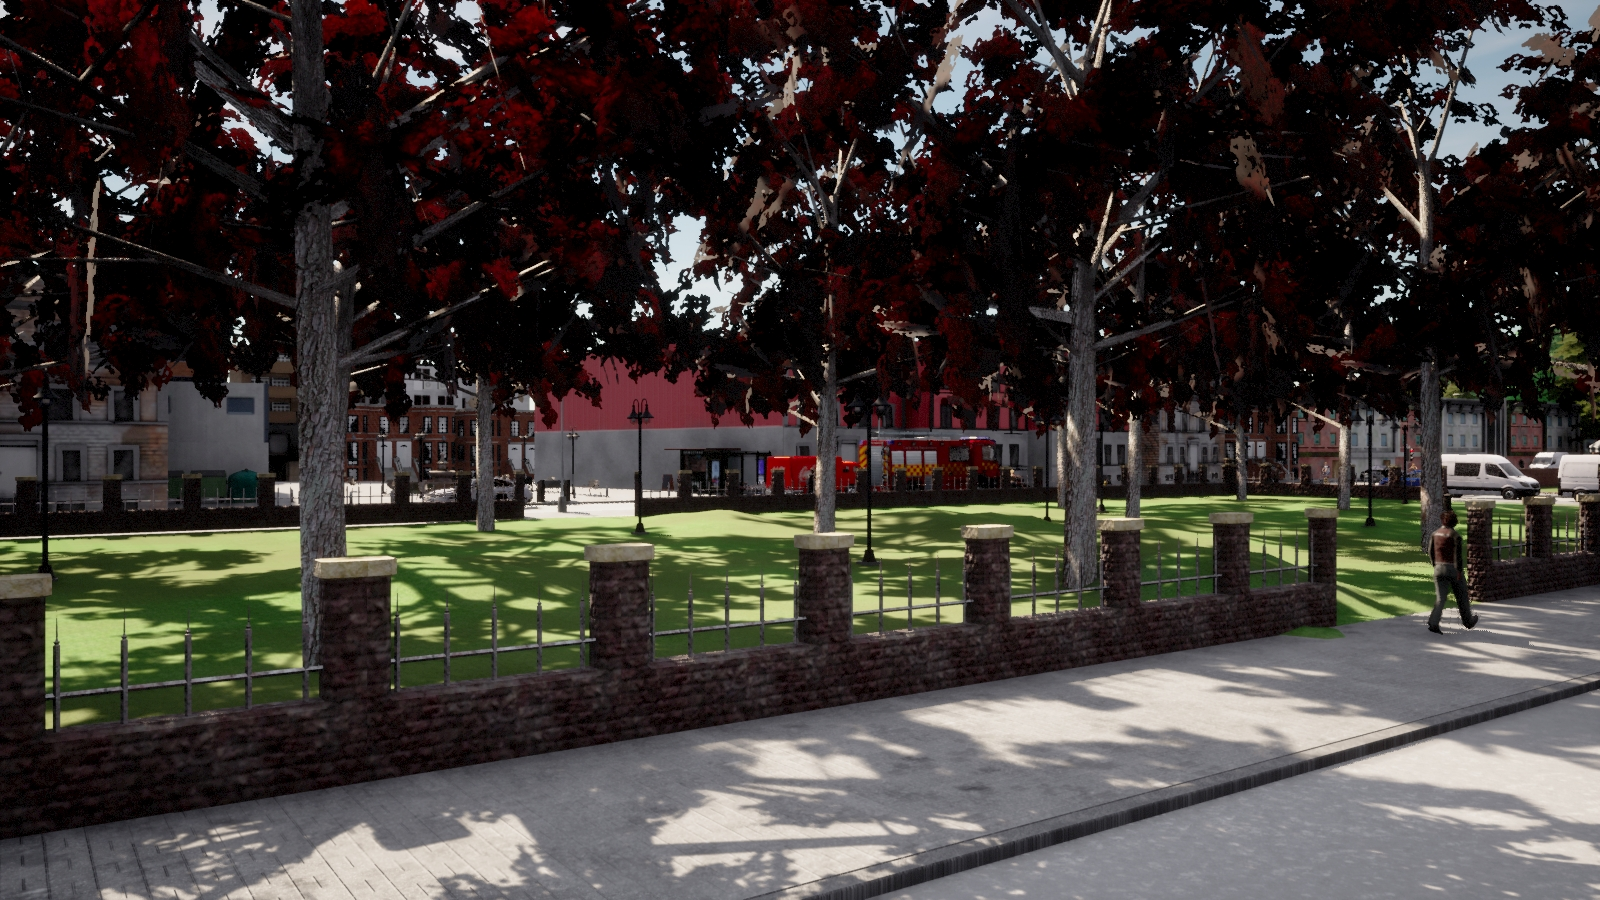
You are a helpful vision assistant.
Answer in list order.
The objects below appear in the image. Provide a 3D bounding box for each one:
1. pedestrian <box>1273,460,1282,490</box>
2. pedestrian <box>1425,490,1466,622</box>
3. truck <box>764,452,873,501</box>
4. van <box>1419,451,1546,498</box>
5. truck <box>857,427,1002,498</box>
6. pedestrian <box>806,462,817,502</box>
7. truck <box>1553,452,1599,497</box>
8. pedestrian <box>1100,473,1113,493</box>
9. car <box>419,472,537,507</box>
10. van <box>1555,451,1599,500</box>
[{"bbox_3d":[29.165,1.523,69.777,0.375,1.860,0.375,0,0,-36],"label":"pedestrian"},{"bbox_3d":[9.334,1.525,16.529,0.375,1.860,0.375,0,0,-27],"label":"pedestrian"},{"bbox_3d":[0.982,1.348,60.339,5.204,2.467,2.627,0,0,-35],"label":"truck"},{"bbox_3d":[38.735,1.314,65.046,1.988,2.561,5.915,0,0,-34],"label":"van"},{"bbox_3d":[7.473,0.671,65.186,8.468,3.827,2.891,0,0,-35],"label":"truck"},{"bbox_3d":[0.564,1.524,54.185,0.375,1.860,0.375,0,0,-34],"label":"pedestrian"},{"bbox_3d":[44.975,1.345,62.983,2.627,2.467,5.204,0,0,-35],"label":"truck"},{"bbox_3d":[17.754,1.906,66.197,0.500,1.100,0.500,0,0,-36],"label":"pedestrian"},{"bbox_3d":[-15.157,1.841,53.945,4.892,1.480,2.231,0,0,-35],"label":"car"},{"bbox_3d":[42.801,1.314,59.145,1.988,2.561,5.915,0,0,-34],"label":"van"}]
